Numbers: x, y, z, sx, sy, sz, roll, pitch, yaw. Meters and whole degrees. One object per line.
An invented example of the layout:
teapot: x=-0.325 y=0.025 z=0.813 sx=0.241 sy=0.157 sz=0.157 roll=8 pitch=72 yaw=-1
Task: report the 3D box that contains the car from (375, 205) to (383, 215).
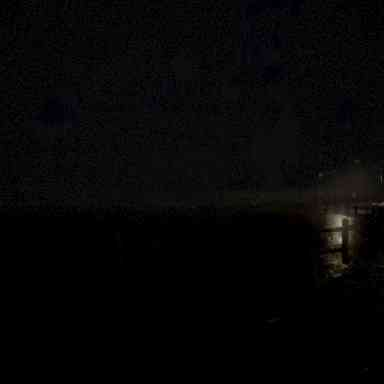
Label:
car: x=22.738 y=2.061 z=38.143 sx=1.895 sy=1.301 sz=4.718 roll=-1 pitch=-1 yaw=8
